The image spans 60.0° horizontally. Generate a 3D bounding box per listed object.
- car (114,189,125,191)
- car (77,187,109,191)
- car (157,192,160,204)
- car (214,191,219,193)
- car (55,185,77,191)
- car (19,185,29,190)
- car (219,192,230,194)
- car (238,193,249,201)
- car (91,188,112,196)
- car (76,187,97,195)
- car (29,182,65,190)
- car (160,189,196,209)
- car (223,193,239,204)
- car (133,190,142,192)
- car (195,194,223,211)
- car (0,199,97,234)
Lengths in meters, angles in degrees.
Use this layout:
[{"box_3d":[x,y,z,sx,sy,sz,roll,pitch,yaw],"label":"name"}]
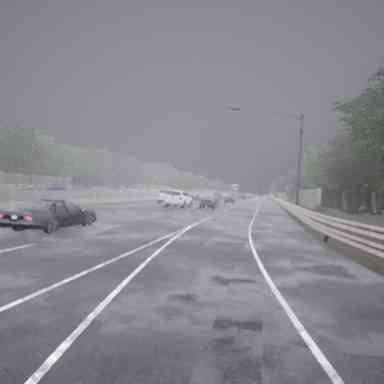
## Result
[{"box_3d":[-13.883,0.165,63.677,1.994,1.385,4.181,4,1,12],"label":"car"},{"box_3d":[-13.884,0.111,47.465,2.097,1.767,4.553,4,1,13],"label":"car"},{"box_3d":[-3.165,0.625,47.134,2.150,2.045,5.566,4,1,12],"label":"car"},{"box_3d":[7.267,0.901,94.968,2.150,2.045,5.566,4,0,12],"label":"car"},{"box_3d":[-17.297,0.110,48.250,1.994,1.385,4.181,4,1,13],"label":"car"},{"box_3d":[-23.963,-0.395,50.341,1.882,1.535,5.008,4,1,13],"label":"car"},{"box_3d":[7.979,1.386,81.934,1.895,1.301,4.718,4,0,12],"label":"car"},{"box_3d":[14.093,1.325,93.476,2.150,2.045,5.566,4,0,12],"label":"car"},{"box_3d":[-17.380,-0.049,64.045,1.994,1.385,4.181,4,1,12],"label":"car"},{"box_3d":[-20.661,-0.220,65.381,1.895,1.301,4.718,4,1,12],"label":"car"},{"box_3d":[-20.714,-0.444,48.848,2.150,2.045,5.566,4,1,13],"label":"car"},{"box_3d":[-1.510,0.809,38.332,2.150,2.045,5.566,4,1,12],"label":"car"},{"box_3d":[7.151,1.394,61.715,1.837,1.490,4.892,4,0,12],"label":"car"},{"box_3d":[-10.445,0.344,63.053,1.812,1.442,4.674,4,1,13],"label":"car"},{"box_3d":[2.036,1.307,38.281,1.837,1.490,4.892,4,1,12],"label":"car"},{"box_3d":[-6.493,1.054,15.589,2.033,1.411,5.357,4,1,12],"label":"car"}]
